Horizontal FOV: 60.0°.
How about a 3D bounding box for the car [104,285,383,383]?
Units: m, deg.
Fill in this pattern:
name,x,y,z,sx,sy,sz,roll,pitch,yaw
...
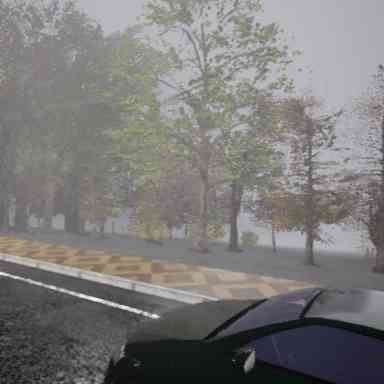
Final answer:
name,x,y,z,sx,sy,sz,roll,pitch,yaw
car,1.191,1.563,2.823,4.181,1.385,1.994,0,0,35
